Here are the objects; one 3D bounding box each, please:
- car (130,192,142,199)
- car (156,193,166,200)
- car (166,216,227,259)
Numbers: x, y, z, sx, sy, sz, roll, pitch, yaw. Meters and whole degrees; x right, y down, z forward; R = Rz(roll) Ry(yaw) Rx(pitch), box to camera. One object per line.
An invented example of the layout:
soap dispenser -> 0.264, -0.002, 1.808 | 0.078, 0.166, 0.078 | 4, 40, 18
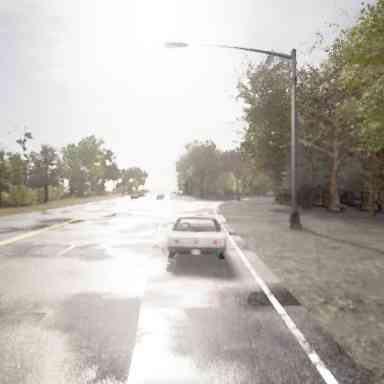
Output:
car -> -14.239, 1.072, 82.843 | 1.994, 1.385, 4.181 | 0, 0, -4
car -> -7.371, 1.056, 77.533 | 2.033, 1.411, 5.357 | 0, 0, -4
car -> 0.166, 1.531, 12.338 | 1.895, 1.301, 4.718 | 1, 0, 1
